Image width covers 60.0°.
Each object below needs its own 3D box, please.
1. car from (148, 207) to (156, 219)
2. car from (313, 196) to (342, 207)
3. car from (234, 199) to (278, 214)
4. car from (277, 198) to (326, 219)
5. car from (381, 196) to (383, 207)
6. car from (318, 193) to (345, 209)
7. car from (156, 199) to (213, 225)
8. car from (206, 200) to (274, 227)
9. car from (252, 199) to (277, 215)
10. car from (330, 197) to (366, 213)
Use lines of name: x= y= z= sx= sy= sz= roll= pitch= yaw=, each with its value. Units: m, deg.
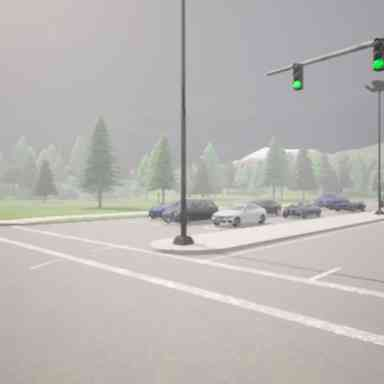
car: x=-1.361 y=1.453 z=27.807 sx=5.008 sy=1.535 sz=1.882 roll=0 pitch=0 yaw=-45
car: x=19.959 y=1.400 z=48.753 sx=4.902 sy=1.511 sz=2.128 roll=0 pitch=0 yaw=-44
car: x=6.984 y=1.497 z=36.056 sx=5.357 sy=1.411 sz=2.033 roll=0 pitch=0 yaw=-44
car: x=9.542 y=1.515 z=28.759 sx=1.994 sy=1.385 sz=4.181 roll=0 pitch=0 yaw=45
car: x=28.704 y=1.202 z=47.445 sx=5.566 sy=2.045 sz=2.150 roll=0 pitch=0 yaw=-44
car: x=17.091 y=1.143 z=41.096 sx=5.566 sy=2.045 sz=2.150 roll=0 pitch=0 yaw=-44
car: x=-0.013 y=1.328 z=24.219 sx=4.553 sy=1.767 sz=2.097 roll=0 pitch=0 yaw=-45
car: x=3.350 y=1.496 z=22.622 sx=4.674 sy=1.442 sz=1.812 roll=0 pitch=0 yaw=-45
car: x=6.474 y=1.460 z=30.637 sx=4.892 sy=1.490 sz=1.837 roll=0 pitch=0 yaw=-44
car: x=17.307 y=1.527 z=36.410 sx=4.718 sy=1.301 sz=1.895 roll=0 pitch=0 yaw=-44
